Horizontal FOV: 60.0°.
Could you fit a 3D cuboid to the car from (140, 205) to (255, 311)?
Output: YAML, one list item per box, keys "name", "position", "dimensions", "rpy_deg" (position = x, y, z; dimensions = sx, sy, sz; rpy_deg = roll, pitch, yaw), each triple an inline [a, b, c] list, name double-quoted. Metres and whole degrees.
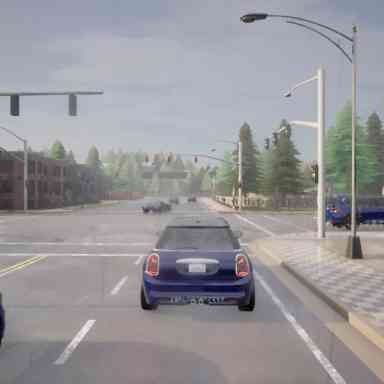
- name: "car"
  position: [0.161, 1.352, 7.931]
  dimensions: [2.097, 1.767, 4.553]
  rpy_deg: [0, 0, 2]

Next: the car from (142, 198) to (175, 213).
- name: "car"
  position: [-3.571, 1.601, 34.983]
  dimensions: [1.895, 1.301, 4.718]
  rpy_deg: [0, 0, 13]

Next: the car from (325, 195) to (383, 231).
- name: "car"
  position: [10.748, 1.221, 20.127]
  dimensions: [5.566, 2.045, 2.150]
  rpy_deg: [0, 0, 0]

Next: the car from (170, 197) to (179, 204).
- name: "car"
  position: [-3.337, 1.547, 61.577]
  dimensions: [2.033, 1.411, 5.357]
  rpy_deg: [0, 0, 0]

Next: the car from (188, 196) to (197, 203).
- name: "car"
  position: [0.062, 1.505, 68.219]
  dimensions: [1.837, 1.490, 4.892]
  rpy_deg: [0, 0, 0]

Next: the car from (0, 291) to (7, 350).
- name: "car"
  position: [-3.440, 1.478, 2.479]
  dimensions: [1.882, 1.535, 5.008]
  rpy_deg: [0, 0, 0]
